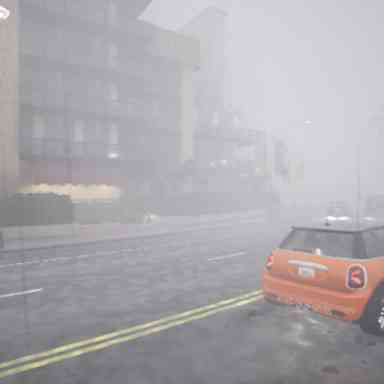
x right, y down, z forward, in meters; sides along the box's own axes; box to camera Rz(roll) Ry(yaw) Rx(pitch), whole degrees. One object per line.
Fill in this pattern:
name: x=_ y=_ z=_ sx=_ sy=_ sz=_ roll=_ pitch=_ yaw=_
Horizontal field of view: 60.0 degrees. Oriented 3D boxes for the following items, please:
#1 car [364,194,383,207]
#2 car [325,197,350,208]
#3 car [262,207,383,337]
car: x=18.317 y=1.262 z=32.887 sx=2.150 sy=2.045 sz=5.566 roll=0 pitch=0 yaw=24
car: x=14.534 y=1.545 z=33.128 sx=2.128 sy=1.511 sz=4.902 roll=0 pitch=0 yaw=25
car: x=3.528 y=1.363 z=6.988 sx=4.553 sy=1.767 sz=2.097 roll=0 pitch=0 yaw=-41
